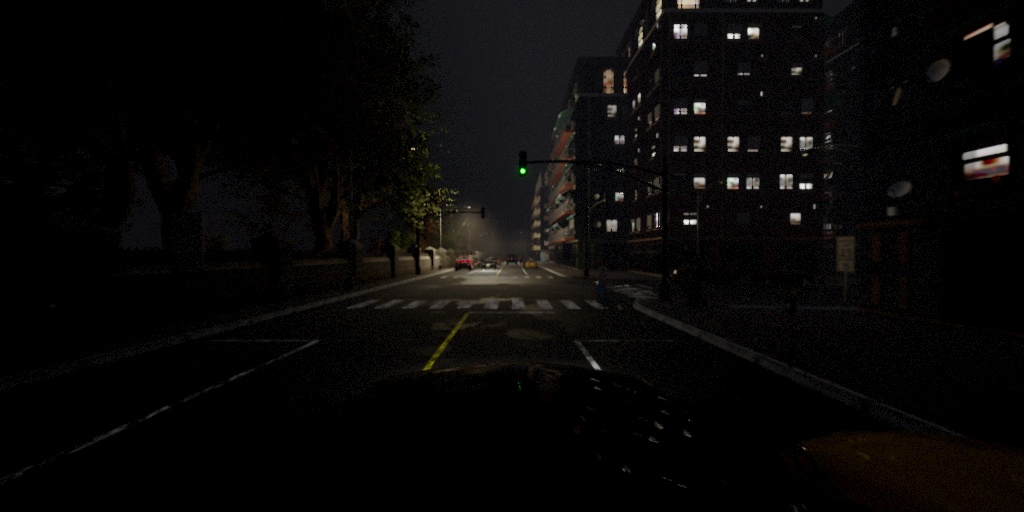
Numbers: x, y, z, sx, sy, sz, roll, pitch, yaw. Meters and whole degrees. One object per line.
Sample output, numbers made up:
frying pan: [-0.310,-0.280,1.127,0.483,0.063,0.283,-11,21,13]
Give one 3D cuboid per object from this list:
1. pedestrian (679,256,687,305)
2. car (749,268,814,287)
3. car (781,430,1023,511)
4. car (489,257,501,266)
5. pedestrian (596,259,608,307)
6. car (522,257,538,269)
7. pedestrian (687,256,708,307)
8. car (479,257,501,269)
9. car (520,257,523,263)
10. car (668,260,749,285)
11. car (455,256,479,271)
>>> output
pedestrian: [6.431,0.842,13.032,0.375,1.860,0.375,0,0,0]
car: [20.293,1.556,27.253,4.507,1.381,1.888,0,0,0]
car: [2.692,1.283,0.423,1.751,1.417,4.829,0,0,0]
car: [-3.018,0.953,65.355,1.882,1.535,5.008,0,0,0]
pedestrian: [3.461,0.989,13.633,0.375,1.860,0.375,0,0,0]
car: [2.689,1.064,49.522,1.751,1.417,4.829,0,0,0]
pedestrian: [6.419,0.842,12.383,0.375,1.860,0.375,0,0,0]
car: [-3.070,1.032,49.018,2.128,1.511,4.902,0,0,0]
car: [2.689,1.062,54.887,1.888,1.381,4.507,0,0,0]
car: [14.598,1.222,27.234,5.009,1.841,2.192,0,0,0]
car: [-5.691,0.875,43.816,2.192,1.841,5.009,0,0,0]
